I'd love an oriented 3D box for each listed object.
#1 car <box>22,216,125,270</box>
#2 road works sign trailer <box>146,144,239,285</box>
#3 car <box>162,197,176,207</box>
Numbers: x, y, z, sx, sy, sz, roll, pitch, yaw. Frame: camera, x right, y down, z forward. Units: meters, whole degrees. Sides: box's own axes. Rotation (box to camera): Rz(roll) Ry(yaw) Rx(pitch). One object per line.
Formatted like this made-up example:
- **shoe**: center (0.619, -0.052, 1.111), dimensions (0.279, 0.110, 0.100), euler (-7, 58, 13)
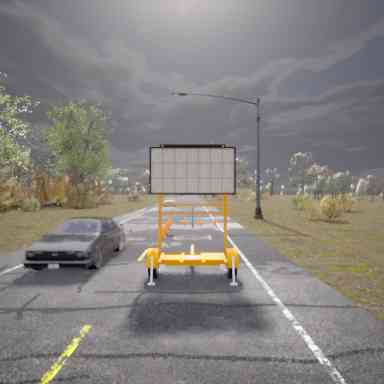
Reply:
- **car**: center (-3.582, 1.550, 11.275), dimensions (2.033, 1.411, 5.357), euler (0, 0, 0)
- **road works sign trailer**: center (0.017, 0.466, 9.436), dimensions (2.380, 3.560, 2.880), euler (0, 0, 0)
- **car**: center (-3.515, 1.554, 51.927), dimensions (1.812, 1.442, 4.674), euler (0, 0, 0)
